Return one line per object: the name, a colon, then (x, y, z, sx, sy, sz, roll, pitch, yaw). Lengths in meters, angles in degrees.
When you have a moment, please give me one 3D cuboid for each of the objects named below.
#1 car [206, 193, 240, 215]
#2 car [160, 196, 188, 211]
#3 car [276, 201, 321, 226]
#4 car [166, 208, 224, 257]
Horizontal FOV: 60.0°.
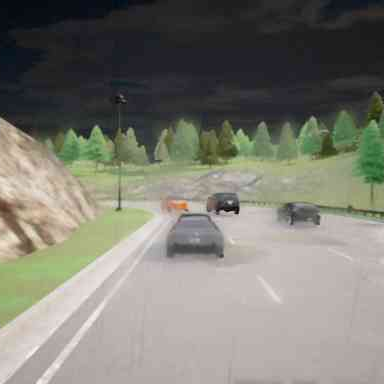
car: (2.880, 1.071, 32.022, 2.150, 2.045, 5.566, 1, 0, -10)
car: (-1.960, 1.186, 35.276, 2.097, 1.767, 4.553, 0, 0, -17)
car: (7.084, 1.398, 22.565, 1.837, 1.490, 4.892, 0, 0, -1)
car: (0.103, 1.504, 12.594, 1.994, 1.385, 4.181, 0, 0, 0)
